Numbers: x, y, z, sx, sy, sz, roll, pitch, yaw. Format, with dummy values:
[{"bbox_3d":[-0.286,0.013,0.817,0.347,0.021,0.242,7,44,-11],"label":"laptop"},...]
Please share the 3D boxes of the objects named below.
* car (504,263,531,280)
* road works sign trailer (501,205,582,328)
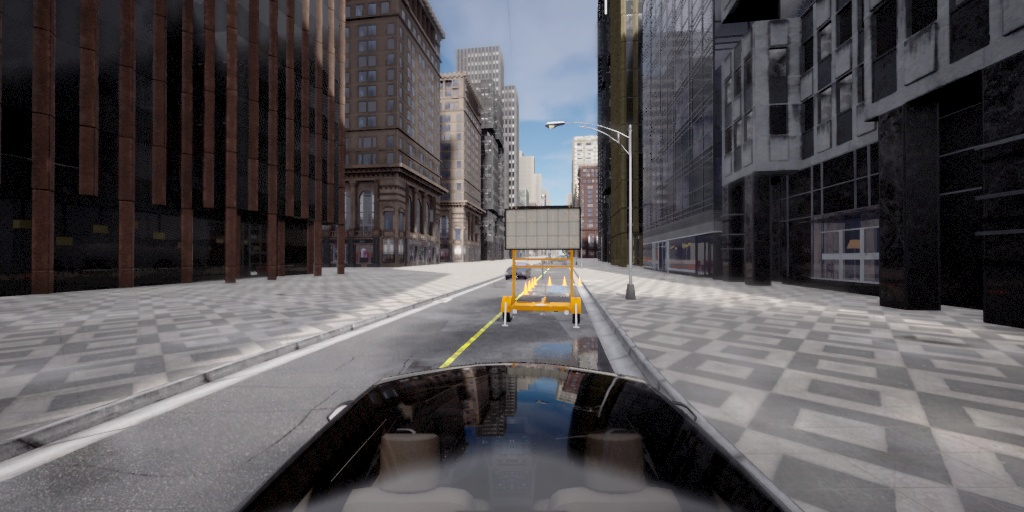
[{"bbox_3d":[0.610,1.270,30.691,2.033,1.411,5.357,0,0,8],"label":"car"},{"bbox_3d":[0.985,0.211,11.449,2.380,3.560,2.880,0,0,8],"label":"road works sign trailer"}]
